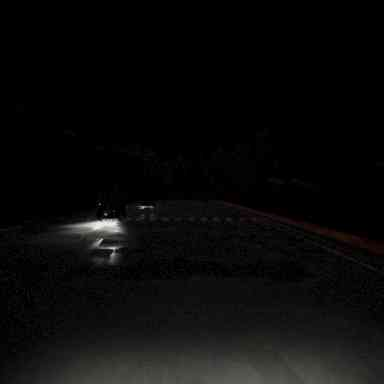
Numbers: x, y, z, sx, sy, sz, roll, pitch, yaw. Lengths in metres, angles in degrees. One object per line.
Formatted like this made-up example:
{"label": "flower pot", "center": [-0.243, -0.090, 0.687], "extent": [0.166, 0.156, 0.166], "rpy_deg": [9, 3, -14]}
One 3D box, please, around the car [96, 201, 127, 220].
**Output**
{"label": "car", "center": [-6.881, 1.525, 28.884], "extent": [2.128, 1.511, 4.902], "rpy_deg": [0, 0, -1]}

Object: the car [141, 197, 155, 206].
{"label": "car", "center": [-7.332, 1.570, 55.619], "extent": [1.837, 1.490, 4.892], "rpy_deg": [0, 0, -1]}
